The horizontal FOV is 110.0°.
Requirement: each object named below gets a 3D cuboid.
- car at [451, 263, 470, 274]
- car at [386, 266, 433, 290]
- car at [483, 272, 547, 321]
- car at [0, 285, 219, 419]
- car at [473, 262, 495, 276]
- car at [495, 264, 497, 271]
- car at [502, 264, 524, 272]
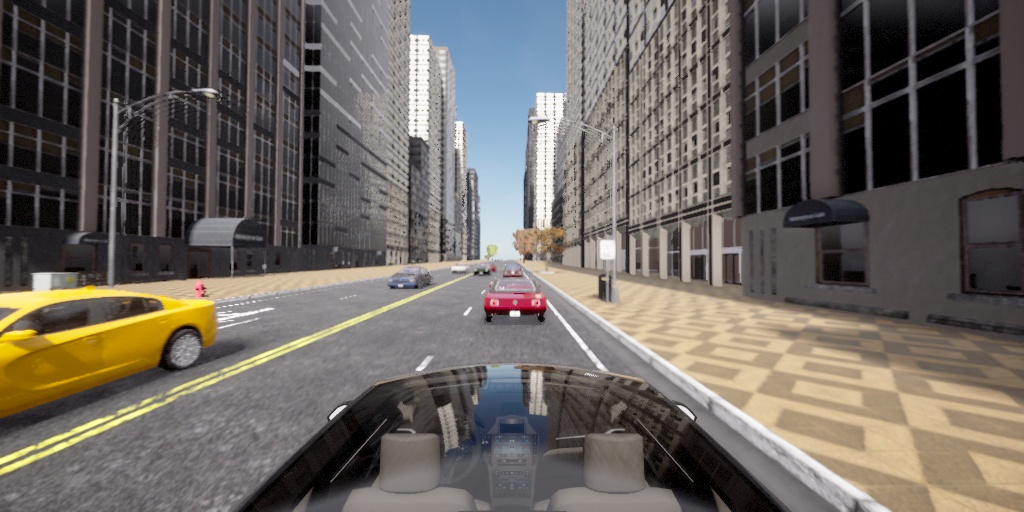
[{"bbox_3d":[-6.534,1.555,45.689,1.895,1.301,4.718,0,0,0],"label":"car"},{"bbox_3d":[-6.612,1.381,23.911,2.033,1.411,5.357,0,0,0],"label":"car"},{"bbox_3d":[0.095,1.405,12.644,1.895,1.301,4.718,0,0,0],"label":"car"},{"bbox_3d":[-6.598,1.233,4.794,1.882,1.535,5.008,0,1,0],"label":"car"},{"bbox_3d":[-3.279,1.541,40.386,1.895,1.301,4.718,0,0,0],"label":"car"},{"bbox_3d":[-3.281,1.564,51.143,1.994,1.385,4.181,0,0,0],"label":"car"},{"bbox_3d":[0.079,1.462,32.796,2.033,1.411,5.357,0,0,0],"label":"car"}]
